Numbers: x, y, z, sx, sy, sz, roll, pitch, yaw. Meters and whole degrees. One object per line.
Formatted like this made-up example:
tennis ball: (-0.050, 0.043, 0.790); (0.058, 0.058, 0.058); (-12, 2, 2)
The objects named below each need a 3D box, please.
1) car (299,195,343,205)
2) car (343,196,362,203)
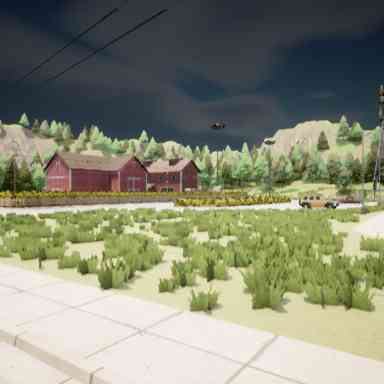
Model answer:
car: (15.627, 1.262, 40.952); (4.605, 1.855, 1.932); (0, 0, 35)
car: (28.372, 1.475, 59.471); (3.905, 1.438, 1.784); (0, 0, 35)
